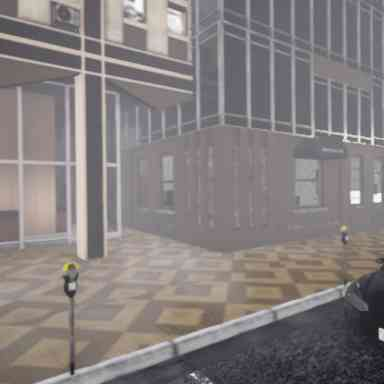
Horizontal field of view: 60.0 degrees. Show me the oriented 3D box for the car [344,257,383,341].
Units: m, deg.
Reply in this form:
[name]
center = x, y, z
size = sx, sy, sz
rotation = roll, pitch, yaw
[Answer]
[car]
center = 4.332, 1.460, 5.513
size = 4.313, 1.339, 1.947
rotation = -1, 1, -35
